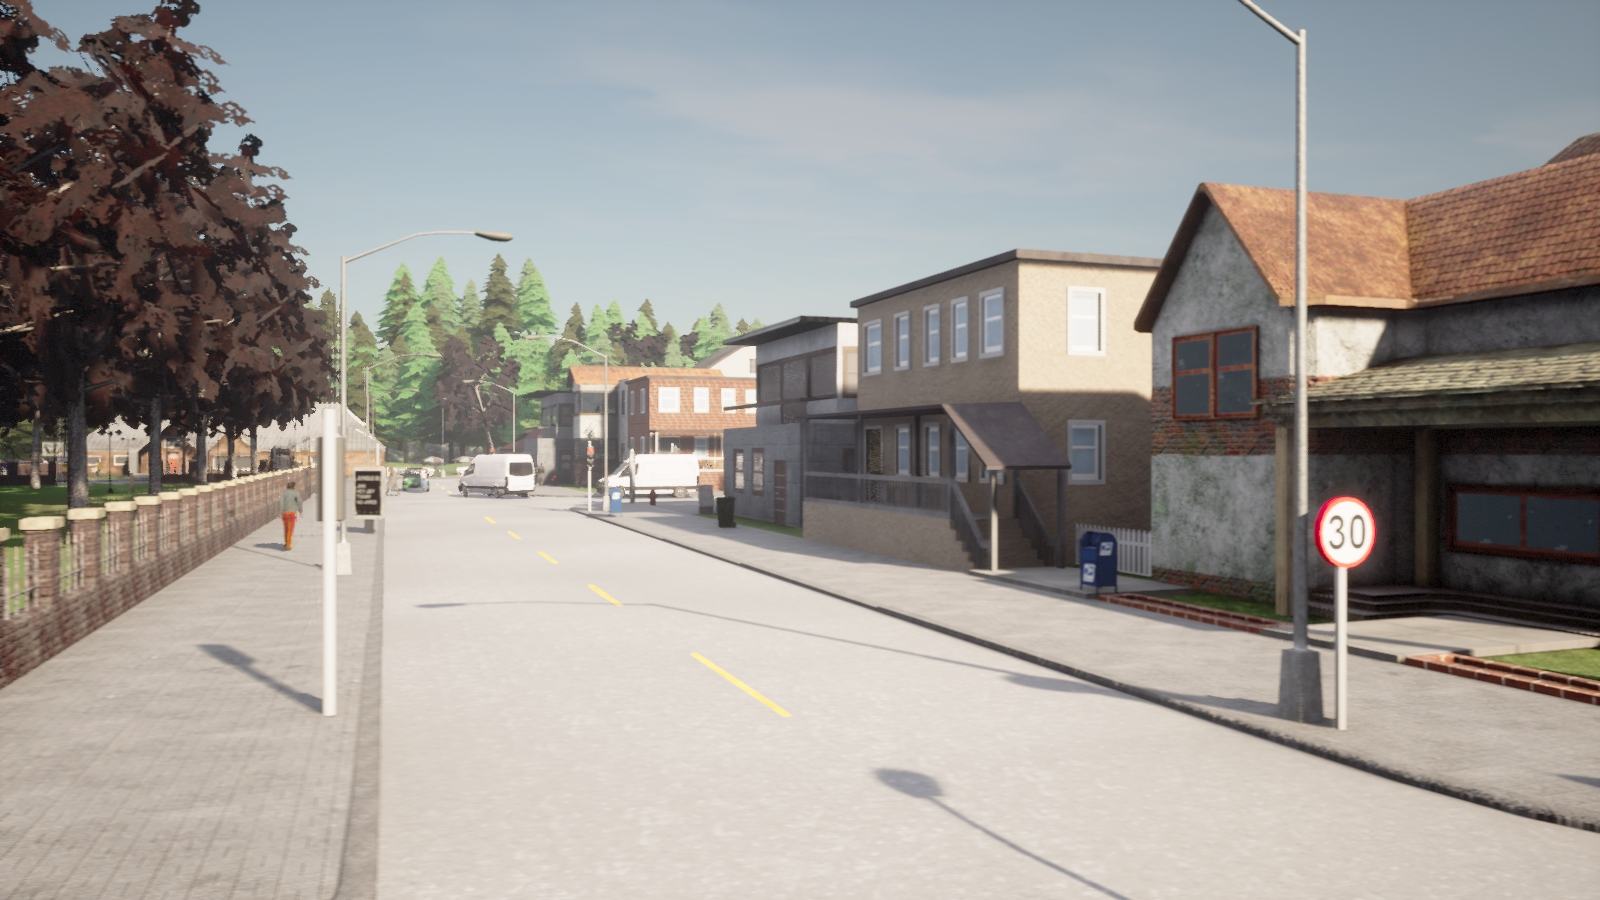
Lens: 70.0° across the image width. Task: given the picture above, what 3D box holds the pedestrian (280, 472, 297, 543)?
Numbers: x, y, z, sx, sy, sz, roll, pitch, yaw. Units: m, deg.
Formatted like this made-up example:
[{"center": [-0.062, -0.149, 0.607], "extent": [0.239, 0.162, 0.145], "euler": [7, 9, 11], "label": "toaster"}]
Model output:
[{"center": [-13.622, 1.525, 30.452], "extent": [0.375, 1.860, 0.375], "euler": [0, 0, -18], "label": "pedestrian"}]

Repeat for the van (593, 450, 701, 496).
[{"center": [-8.870, 1.314, 66.231], "extent": [5.915, 2.561, 1.988], "euler": [0, 0, -19], "label": "van"}]

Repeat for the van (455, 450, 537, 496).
[{"center": [-18.019, 1.314, 67.514], "extent": [5.915, 2.561, 1.988], "euler": [0, 0, 45], "label": "van"}]

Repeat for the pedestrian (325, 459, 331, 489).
[{"center": [-29.865, 1.525, 72.286], "extent": [0.375, 1.860, 0.375], "euler": [0, 0, -20], "label": "pedestrian"}]

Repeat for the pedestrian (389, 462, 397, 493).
[{"center": [-24.485, 1.628, 68.764], "extent": [0.375, 1.860, 0.375], "euler": [0, 0, -9], "label": "pedestrian"}]
